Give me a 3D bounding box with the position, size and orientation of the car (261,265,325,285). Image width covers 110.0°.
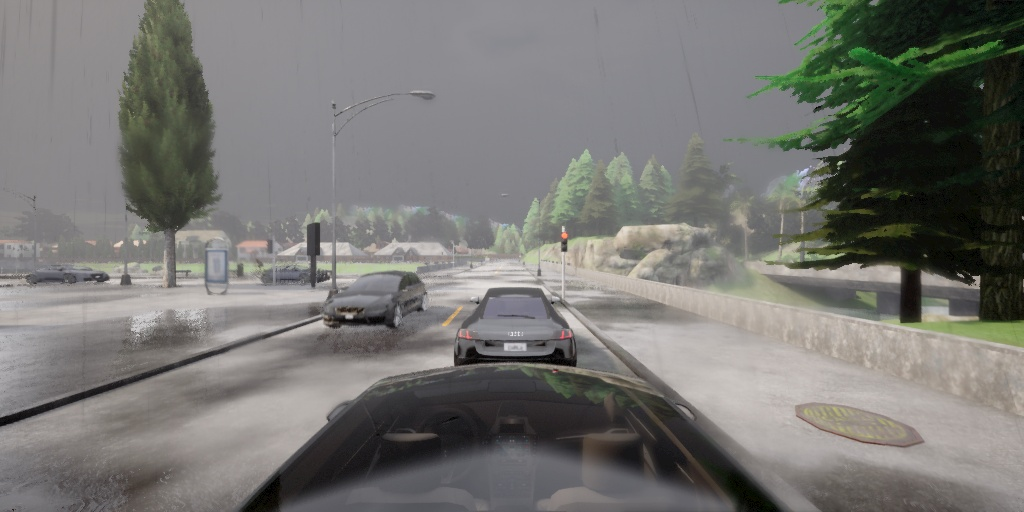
[{"bbox_3d":[-15.484,1.317,25.753,4.181,1.385,1.994,0,0,-1],"label":"car"}]

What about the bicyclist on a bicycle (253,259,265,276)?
[{"bbox_3d":[-24.100,1.102,34.129,0.582,1.620,1.656,0,0,0],"label":"bicyclist on a bicycle"}]

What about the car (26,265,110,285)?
[{"bbox_3d":[-31.743,1.317,25.733,4.181,1.385,1.994,0,0,0],"label":"car"}]

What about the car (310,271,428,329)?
[{"bbox_3d":[-4.010,1.256,11.349,1.837,1.490,4.892,0,0,1],"label":"car"}]

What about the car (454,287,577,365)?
[{"bbox_3d":[0.063,1.315,7.305,1.994,1.385,4.181,0,0,0],"label":"car"}]
